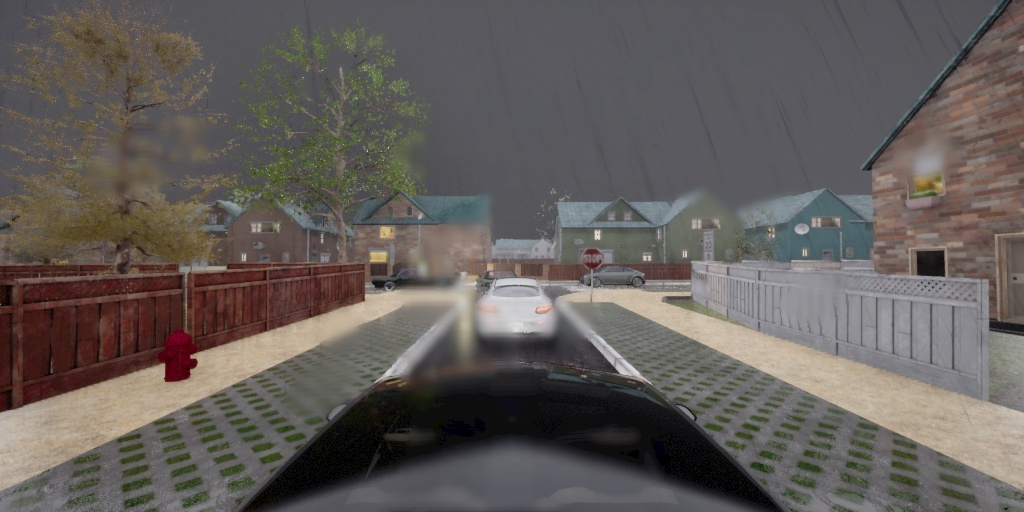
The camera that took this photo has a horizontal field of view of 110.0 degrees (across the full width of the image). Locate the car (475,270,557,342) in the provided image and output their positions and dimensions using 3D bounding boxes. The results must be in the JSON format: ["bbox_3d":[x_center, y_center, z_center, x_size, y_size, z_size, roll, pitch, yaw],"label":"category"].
[{"bbox_3d":[0.108,1.280,9.660,1.812,1.442,4.674,0,0,0],"label":"car"}]

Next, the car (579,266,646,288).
[{"bbox_3d":[6.553,1.344,23.650,4.181,1.385,1.994,0,-1,1],"label":"car"}]

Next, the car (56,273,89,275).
[{"bbox_3d":[-25.594,1.633,21.150,4.718,1.301,1.895,-1,-1,1],"label":"car"}]

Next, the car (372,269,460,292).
[{"bbox_3d":[-5.469,1.417,20.867,4.718,1.301,1.895,-1,-1,1],"label":"car"}]

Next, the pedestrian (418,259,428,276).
[{"bbox_3d":[-6.684,1.119,26.753,0.375,1.860,0.375,0,-1,1],"label":"pedestrian"}]

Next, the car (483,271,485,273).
[{"bbox_3d":[-0.746,1.366,18.479,1.895,1.301,4.718,0,-1,-12],"label":"car"}]
